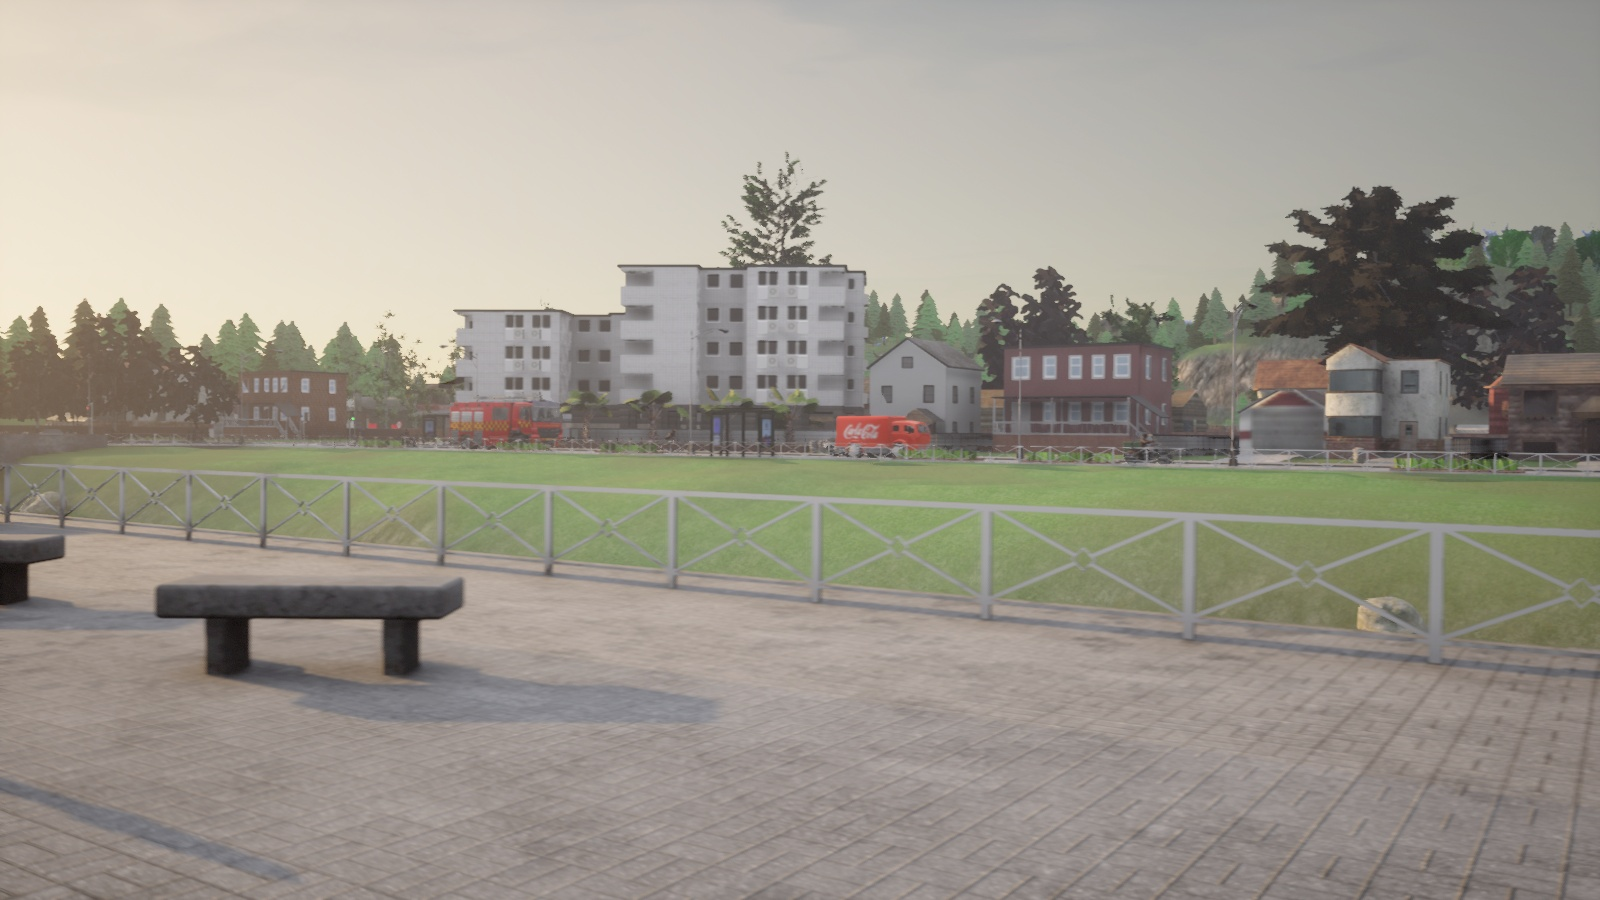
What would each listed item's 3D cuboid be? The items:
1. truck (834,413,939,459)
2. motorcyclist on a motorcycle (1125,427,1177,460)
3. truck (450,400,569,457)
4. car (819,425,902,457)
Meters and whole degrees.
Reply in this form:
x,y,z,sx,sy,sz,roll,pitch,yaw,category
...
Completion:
x,y,z,sx,sy,sz,roll,pitch,yaw,category
4.813,-0.766,70.271,5.204,2.467,2.627,0,1,34,truck
17.305,-0.326,61.980,2.350,1.649,0.766,0,1,34,motorcyclist on a motorcycle
-20.144,-1.454,86.838,8.468,3.827,2.891,0,1,34,truck
3.643,-0.531,75.856,4.605,1.855,1.932,0,1,34,car
